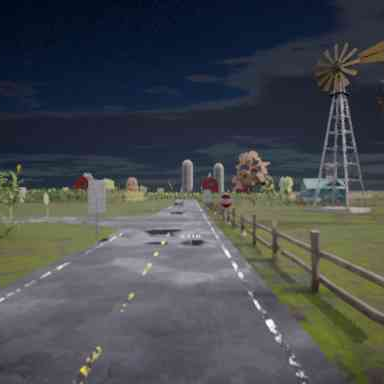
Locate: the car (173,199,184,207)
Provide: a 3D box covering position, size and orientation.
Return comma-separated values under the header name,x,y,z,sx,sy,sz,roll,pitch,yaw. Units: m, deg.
name,x,y,z,sx,sy,sz,roll,pitch,yaw
car,-2.741,2.210,68.042,1.882,1.535,5.008,0,0,0
